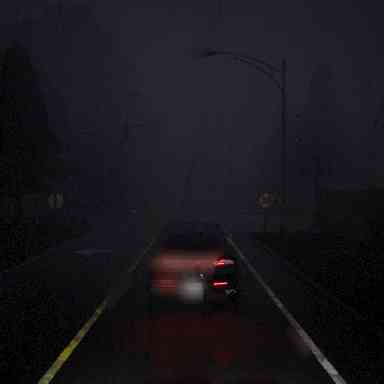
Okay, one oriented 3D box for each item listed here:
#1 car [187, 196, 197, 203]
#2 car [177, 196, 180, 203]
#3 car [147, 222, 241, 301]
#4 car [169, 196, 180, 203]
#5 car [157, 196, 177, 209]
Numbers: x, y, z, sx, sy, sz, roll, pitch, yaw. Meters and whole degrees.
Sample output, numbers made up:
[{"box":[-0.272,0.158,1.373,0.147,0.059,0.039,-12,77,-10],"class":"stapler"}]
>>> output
[{"box":[0.010,1.491,69.553,2.128,1.511,4.902,0,0,0],"class":"car"},{"box":[-3.572,1.477,56.437,1.882,1.535,5.008,0,0,0],"class":"car"},{"box":[0.055,1.492,8.322,2.128,1.511,4.902,0,0,0],"class":"car"},{"box":[-3.509,1.505,67.553,1.837,1.490,4.892,0,0,0],"class":"car"},{"box":[-3.588,1.548,45.018,2.033,1.411,5.357,0,0,0],"class":"car"}]
